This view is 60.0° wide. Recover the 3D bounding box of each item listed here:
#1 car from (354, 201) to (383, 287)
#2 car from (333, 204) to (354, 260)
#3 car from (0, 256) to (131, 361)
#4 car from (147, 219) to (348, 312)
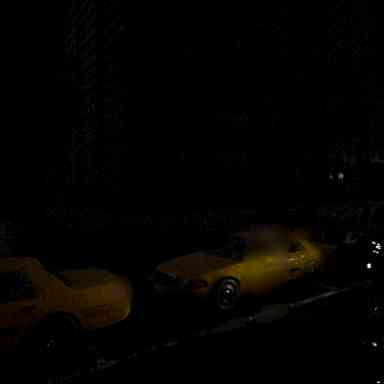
[{"bbox_3d":[6.474,1.165,7.994,5.566,2.045,2.150,0,0,-35],"label":"car"},{"bbox_3d":[6.082,1.251,10.988,5.009,1.841,2.192,0,0,-35],"label":"car"},{"bbox_3d":[-3.241,1.527,4.341,4.829,1.417,1.752,0,0,-35],"label":"car"},{"bbox_3d":[1.352,1.494,7.615,4.829,1.417,1.752,0,0,-35],"label":"car"}]
